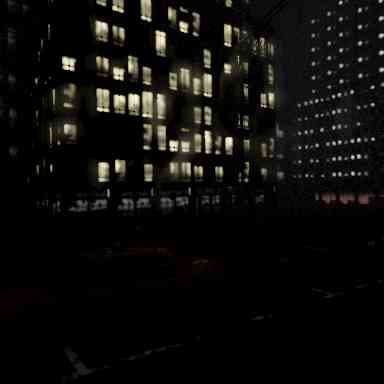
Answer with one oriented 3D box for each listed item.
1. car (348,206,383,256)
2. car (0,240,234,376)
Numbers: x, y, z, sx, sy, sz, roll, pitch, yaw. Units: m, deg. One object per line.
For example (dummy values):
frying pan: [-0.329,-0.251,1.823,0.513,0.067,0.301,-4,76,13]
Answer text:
car: [7.807,1.358,12.151,5.009,1.841,2.192,0,-1,-35]
car: [-1.489,1.531,5.515,4.829,1.417,1.752,0,-1,-35]
